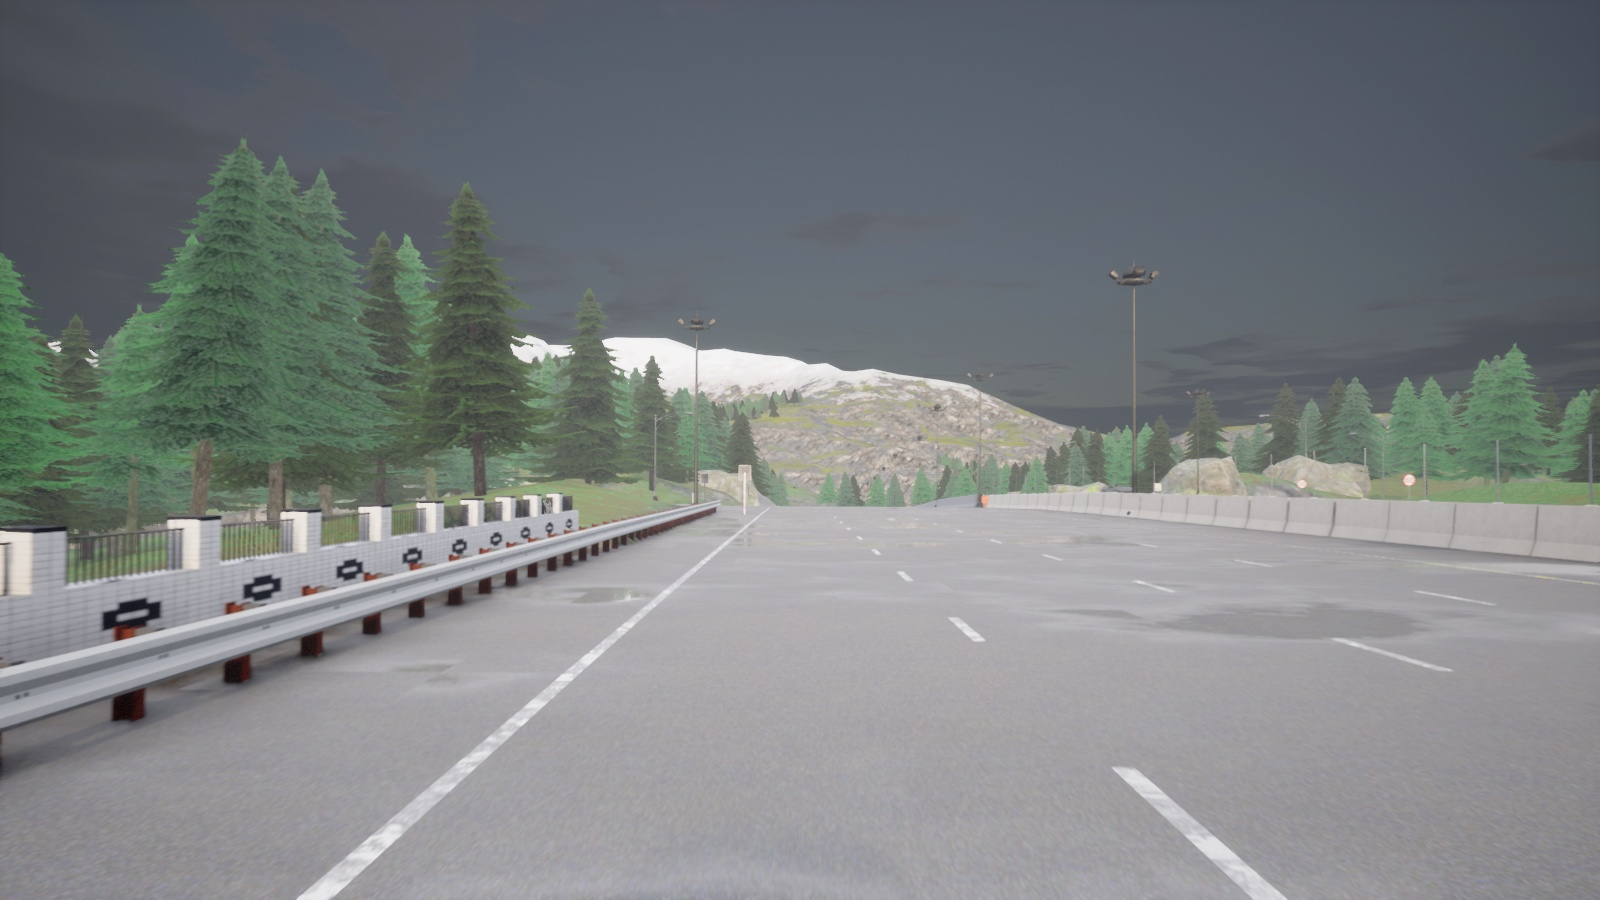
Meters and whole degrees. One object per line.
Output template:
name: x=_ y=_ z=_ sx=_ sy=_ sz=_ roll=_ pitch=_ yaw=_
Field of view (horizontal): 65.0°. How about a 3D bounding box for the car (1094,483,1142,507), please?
car: x=20.803 y=2.925 z=82.350 sx=2.007 sy=1.525 sz=4.514 roll=0 pitch=-2 yaw=0
